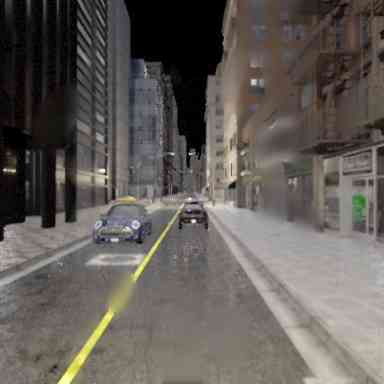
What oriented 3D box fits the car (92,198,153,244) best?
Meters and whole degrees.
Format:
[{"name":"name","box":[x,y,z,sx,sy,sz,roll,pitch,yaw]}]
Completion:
[{"name":"car","box":[-3.104,1.341,15.618,2.097,1.767,4.553,0,0,0]}]

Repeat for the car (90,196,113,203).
[{"name":"car","box":[-19.863,1.679,73.006,4.507,1.381,1.887,-1,0,0]}]

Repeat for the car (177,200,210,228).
[{"name":"car","box":[0.096,1.488,22.092,1.837,1.490,4.892,0,0,0]}]

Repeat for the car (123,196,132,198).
[{"name":"car","box":[-14.409,1.605,73.038,4.829,1.417,1.752,-1,0,0]}]

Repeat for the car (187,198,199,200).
[{"name":"car","box":[0.091,1.455,39.549,2.128,1.511,4.902,0,0,0]}]
